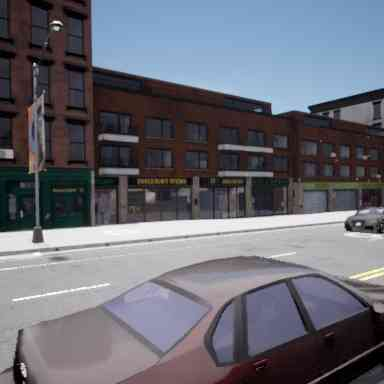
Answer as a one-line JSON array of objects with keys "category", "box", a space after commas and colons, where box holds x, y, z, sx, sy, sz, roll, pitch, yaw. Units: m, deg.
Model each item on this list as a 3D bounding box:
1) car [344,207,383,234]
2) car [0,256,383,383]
[{"category": "car", "box": [10.721, 1.584, 19.385, 4.181, 1.385, 1.994, 0, 0, -36]}, {"category": "car", "box": [0.779, 1.547, 3.993, 5.357, 1.411, 2.033, 0, 0, -36]}]
